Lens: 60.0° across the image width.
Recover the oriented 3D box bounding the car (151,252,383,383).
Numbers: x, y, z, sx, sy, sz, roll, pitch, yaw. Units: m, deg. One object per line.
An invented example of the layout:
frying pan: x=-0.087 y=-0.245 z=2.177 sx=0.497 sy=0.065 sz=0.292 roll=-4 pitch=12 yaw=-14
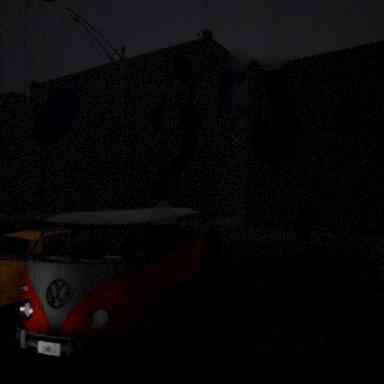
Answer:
car: x=1.397 y=1.524 z=4.446 sx=2.163 sy=1.488 sz=4.792 roll=0 pitch=-1 yaw=15

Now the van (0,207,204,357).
van: x=-1.093 y=1.292 z=6.049 sx=1.878 sy=1.987 sz=4.442 roll=0 pitch=-1 yaw=15
